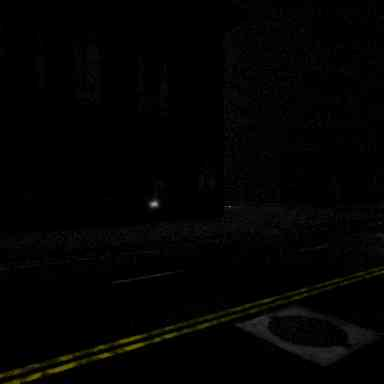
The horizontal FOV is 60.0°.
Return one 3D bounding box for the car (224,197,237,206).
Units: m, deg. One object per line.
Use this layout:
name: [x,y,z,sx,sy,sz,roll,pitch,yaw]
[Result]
car: [5.388,1.626,55.453,1.882,1.535,5.008,-1,0,-35]
